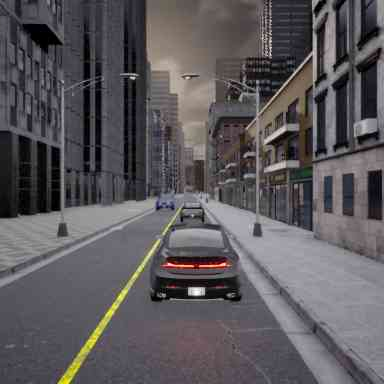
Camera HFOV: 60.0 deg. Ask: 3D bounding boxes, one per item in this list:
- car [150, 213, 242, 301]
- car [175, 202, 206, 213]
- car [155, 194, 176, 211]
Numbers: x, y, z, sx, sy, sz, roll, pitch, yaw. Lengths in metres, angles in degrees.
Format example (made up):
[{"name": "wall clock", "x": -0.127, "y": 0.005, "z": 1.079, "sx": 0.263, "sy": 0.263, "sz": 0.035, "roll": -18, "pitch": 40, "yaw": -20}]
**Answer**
[{"name": "car", "x": 0.085, "y": 1.507, "z": 8.292, "sx": 1.837, "sy": 1.490, "sz": 4.892, "roll": 0, "pitch": 0, "yaw": 0}, {"name": "car", "x": 0.046, "y": 1.509, "z": 26.311, "sx": 2.128, "sy": 1.511, "sz": 4.902, "roll": 0, "pitch": 0, "yaw": 0}, {"name": "car", "x": -3.169, "y": 1.253, "z": 40.575, "sx": 2.150, "sy": 2.045, "sz": 5.566, "roll": 0, "pitch": 0, "yaw": 0}]
